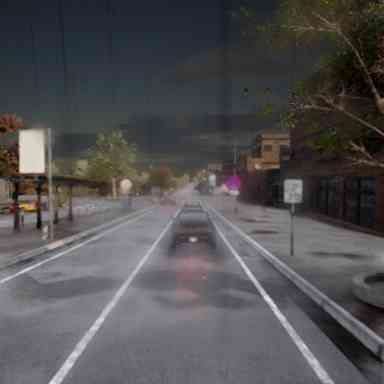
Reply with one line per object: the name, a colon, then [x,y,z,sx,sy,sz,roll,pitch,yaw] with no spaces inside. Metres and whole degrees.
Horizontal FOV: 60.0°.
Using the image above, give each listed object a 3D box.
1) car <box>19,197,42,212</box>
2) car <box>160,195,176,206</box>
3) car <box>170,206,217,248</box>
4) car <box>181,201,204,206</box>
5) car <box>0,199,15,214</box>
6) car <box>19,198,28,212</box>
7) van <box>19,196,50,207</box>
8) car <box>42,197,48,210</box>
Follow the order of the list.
car: [-21.953,1.694,41.068,5.366,1.575,1.946,0,0,0]
car: [-3.363,1.169,47.912,2.097,1.767,4.553,0,-5,0]
car: [0.064,1.583,15.170,1.837,1.490,4.892,0,0,0]
car: [0.055,1.597,30.271,2.128,1.511,4.902,0,0,0]
car: [-22.123,1.668,35.519,4.892,1.521,2.231,0,0,0]
car: [-22.163,1.711,38.293,4.792,1.488,2.163,0,0,0]
van: [-22.033,1.502,46.620,4.442,1.987,1.878,0,0,0]
car: [-22.174,1.742,43.845,4.792,1.488,2.163,0,0,0]
